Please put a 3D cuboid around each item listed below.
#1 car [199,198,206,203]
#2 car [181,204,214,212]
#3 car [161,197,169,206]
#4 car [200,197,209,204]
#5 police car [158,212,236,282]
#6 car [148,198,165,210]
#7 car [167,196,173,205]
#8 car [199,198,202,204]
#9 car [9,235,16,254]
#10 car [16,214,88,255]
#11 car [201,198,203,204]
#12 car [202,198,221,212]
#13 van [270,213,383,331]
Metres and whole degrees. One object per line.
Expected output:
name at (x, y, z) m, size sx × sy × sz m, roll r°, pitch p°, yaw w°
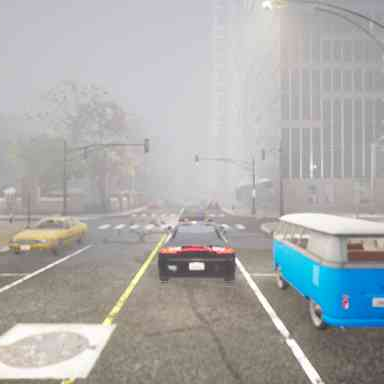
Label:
car at (2.885, 2.235, 90.464) m, size 1.752 × 1.417 × 4.829 m, roll 0°, pitch 0°, yaw 0°
car at (0.144, 1.740, 21.474) m, size 1.994 × 1.385 × 4.181 m, roll 0°, pitch 0°, yaw 0°
car at (-5.570, 2.007, 56.222) m, size 2.008 × 1.369 × 4.403 m, roll 0°, pitch 0°, yaw 0°
car at (2.860, 2.071, 78.930) m, size 1.967 × 1.590 × 4.097 m, roll 0°, pitch 0°, yaw 0°
police car at (0.120, 1.586, 10.169) m, size 2.038 × 1.542 × 4.974 m, roll 0°, pitch -1°, yaw 0°
car at (-5.582, 1.955, 50.539) m, size 1.887 × 1.381 × 4.507 m, roll 0°, pitch 0°, yaw 0°
car at (-5.544, 1.861, 67.590) m, size 2.192 × 1.841 × 5.009 m, roll 0°, pitch 0°, yaw 0°
car at (2.848, 2.155, 73.248) m, size 1.947 × 1.339 × 4.313 m, roll 0°, pitch 0°, yaw 0°
car at (-5.756, 1.622, 6.736) m, size 1.947 × 1.339 × 4.313 m, roll 0°, pitch 0°, yaw 0°
car at (-5.789, 1.640, 13.971) m, size 1.752 × 1.417 × 4.829 m, roll 0°, pitch 0°, yaw 0°
car at (2.799, 1.976, 50.524) m, size 1.947 × 1.339 × 4.313 m, roll 0°, pitch 0°, yaw 0°
car at (2.787, 1.804, 44.845) m, size 1.967 × 1.590 × 4.097 m, roll 0°, pitch 0°, yaw 0°
van at (2.788, 1.397, 6.721) m, size 1.690 × 1.788 × 3.998 m, roll 0°, pitch 0°, yaw 0°
